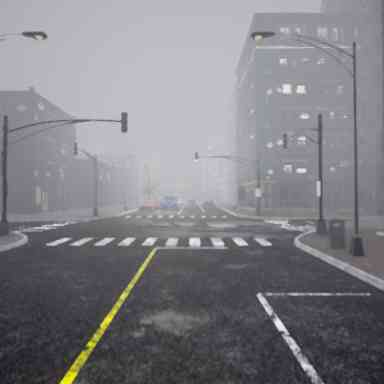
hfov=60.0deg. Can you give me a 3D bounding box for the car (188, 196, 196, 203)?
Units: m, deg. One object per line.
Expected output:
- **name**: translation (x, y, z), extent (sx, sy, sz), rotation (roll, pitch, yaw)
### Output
- **car**: translation (0.000, 1.834, 81.166), extent (1.837, 1.490, 4.892), rotation (0, 0, 0)

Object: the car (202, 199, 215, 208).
- **car**: translation (2.706, 1.777, 54.499), extent (1.967, 1.590, 4.097), rotation (1, 0, 0)

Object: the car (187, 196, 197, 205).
- **car**: translation (0.001, 1.956, 71.156), extent (1.812, 1.442, 4.674), rotation (0, 0, 0)

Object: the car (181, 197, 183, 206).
- **car**: translation (-3.000, 1.627, 65.791), extent (2.150, 2.045, 5.566), rotation (0, 0, 0)

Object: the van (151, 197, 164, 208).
- **van**: translation (-5.672, 1.677, 54.439), extent (1.690, 1.788, 3.998), rotation (1, 0, 0)

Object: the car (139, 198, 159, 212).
- **car**: translation (-5.753, 1.811, 43.069), extent (1.887, 1.381, 4.507), rotation (1, 0, 0)

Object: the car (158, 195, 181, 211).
- **car**: translation (-3.080, 1.509, 46.462), extent (2.150, 2.045, 5.566), rotation (0, 0, -1)

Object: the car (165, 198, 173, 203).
- **car**: translation (-5.677, 2.094, 82.871), extent (1.802, 1.307, 4.206), rotation (1, 0, 0)
